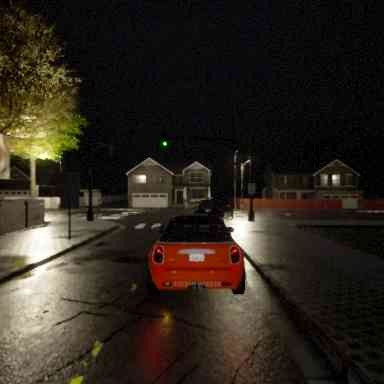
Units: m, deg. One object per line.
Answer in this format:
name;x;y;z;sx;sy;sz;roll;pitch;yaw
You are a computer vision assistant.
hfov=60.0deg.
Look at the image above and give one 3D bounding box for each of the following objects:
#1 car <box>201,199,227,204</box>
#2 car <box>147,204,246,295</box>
car;1.751;1.318;24.672;2.097;1.767;4.553;1;1;18
car;0.099;1.358;8.899;2.097;1.767;4.553;0;0;0
